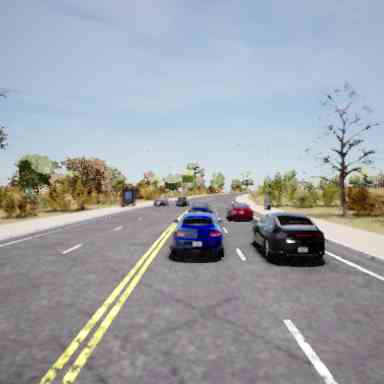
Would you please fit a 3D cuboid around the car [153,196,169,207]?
[{"bbox_3d":[-4.650,1.438,50.713,2.128,1.511,4.902,0,0,4],"label":"car"}]

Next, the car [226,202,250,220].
[{"bbox_3d":[3.948,1.549,27.800,1.994,1.385,4.181,0,0,3],"label":"car"}]

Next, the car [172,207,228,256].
[{"bbox_3d":[0.238,1.525,13.099,1.812,1.442,4.674,0,0,2],"label":"car"}]

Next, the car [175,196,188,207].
[{"bbox_3d":[-1.416,1.451,50.391,1.837,1.490,4.892,0,0,4],"label":"car"}]

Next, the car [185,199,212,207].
[{"bbox_3d":[0.713,1.549,28.206,1.994,1.385,4.181,0,0,3],"label":"car"}]

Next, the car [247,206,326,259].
[{"bbox_3d":[3.477,1.507,12.651,1.837,1.490,4.892,0,1,1],"label":"car"}]
